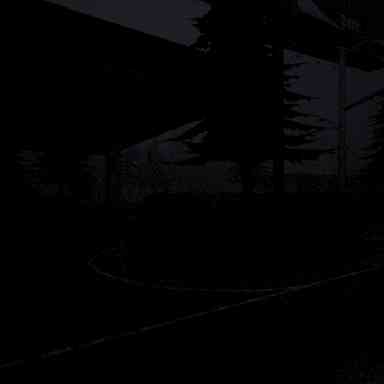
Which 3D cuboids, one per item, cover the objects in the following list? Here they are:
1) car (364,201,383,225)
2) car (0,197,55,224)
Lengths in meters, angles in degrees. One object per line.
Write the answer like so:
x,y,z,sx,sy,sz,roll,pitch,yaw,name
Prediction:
11.450,1.317,21.334,2.128,1.511,4.902,0,1,-36,car
-11.894,1.313,23.518,3.866,1.878,1.905,0,0,-36,car
